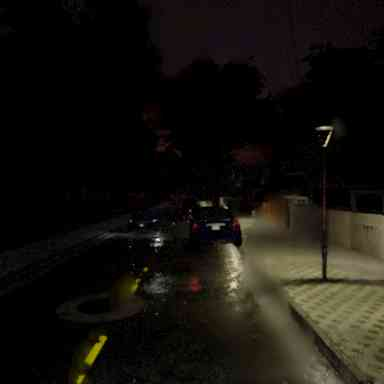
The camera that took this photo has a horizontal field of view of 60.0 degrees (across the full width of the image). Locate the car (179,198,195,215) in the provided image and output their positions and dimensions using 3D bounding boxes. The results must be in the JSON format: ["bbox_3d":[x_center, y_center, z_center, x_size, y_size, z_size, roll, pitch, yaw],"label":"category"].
[{"bbox_3d":[-0.121,1.729,37.278,1.837,1.490,4.892,0,-1,2],"label":"car"}]

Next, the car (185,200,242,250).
[{"bbox_3d":[0.912,1.399,14.887,2.097,1.767,4.553,-2,0,0],"label":"car"}]

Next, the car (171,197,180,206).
[{"bbox_3d":[-2.845,1.895,62.908,1.812,1.442,4.674,0,0,1],"label":"car"}]

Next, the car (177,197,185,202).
[{"bbox_3d":[-2.846,2.052,89.914,2.033,1.411,5.357,0,0,0],"label":"car"}]

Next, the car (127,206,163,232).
[{"bbox_3d":[-2.859,1.645,21.202,1.812,1.442,4.674,0,0,0],"label":"car"}]
